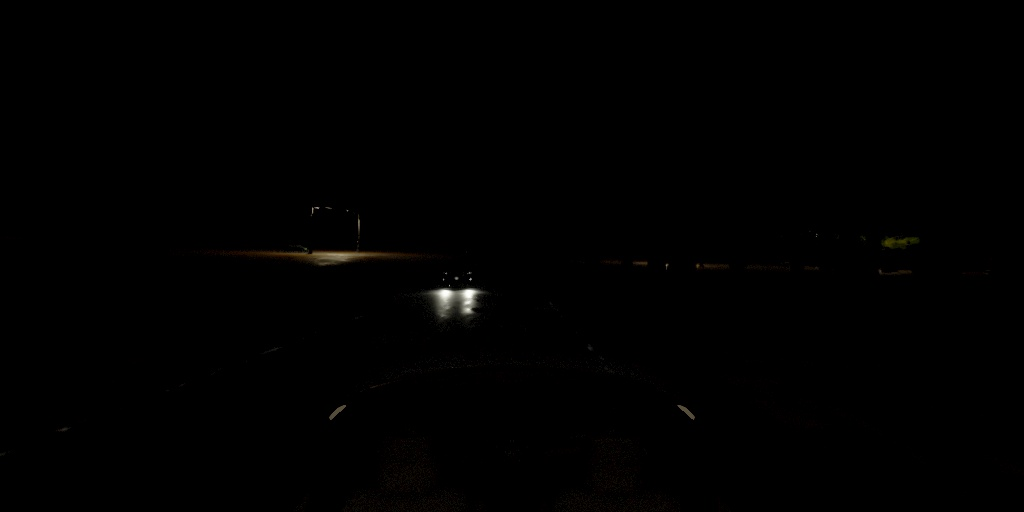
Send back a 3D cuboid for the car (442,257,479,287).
[{"bbox_3d":[-3.662,1.104,26.423,2.150,2.045,5.566,0,0,0],"label":"car"}]
